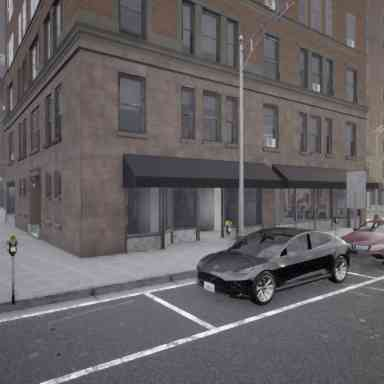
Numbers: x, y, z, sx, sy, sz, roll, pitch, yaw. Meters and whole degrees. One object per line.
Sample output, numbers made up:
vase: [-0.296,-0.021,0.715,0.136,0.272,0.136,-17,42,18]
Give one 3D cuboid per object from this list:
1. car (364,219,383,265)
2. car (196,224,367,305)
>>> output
car: [6.580,1.583,11.297,4.206,1.307,1.802,0,0,-36]
car: [2.118,1.566,8.079,4.313,1.339,1.947,0,0,-36]
